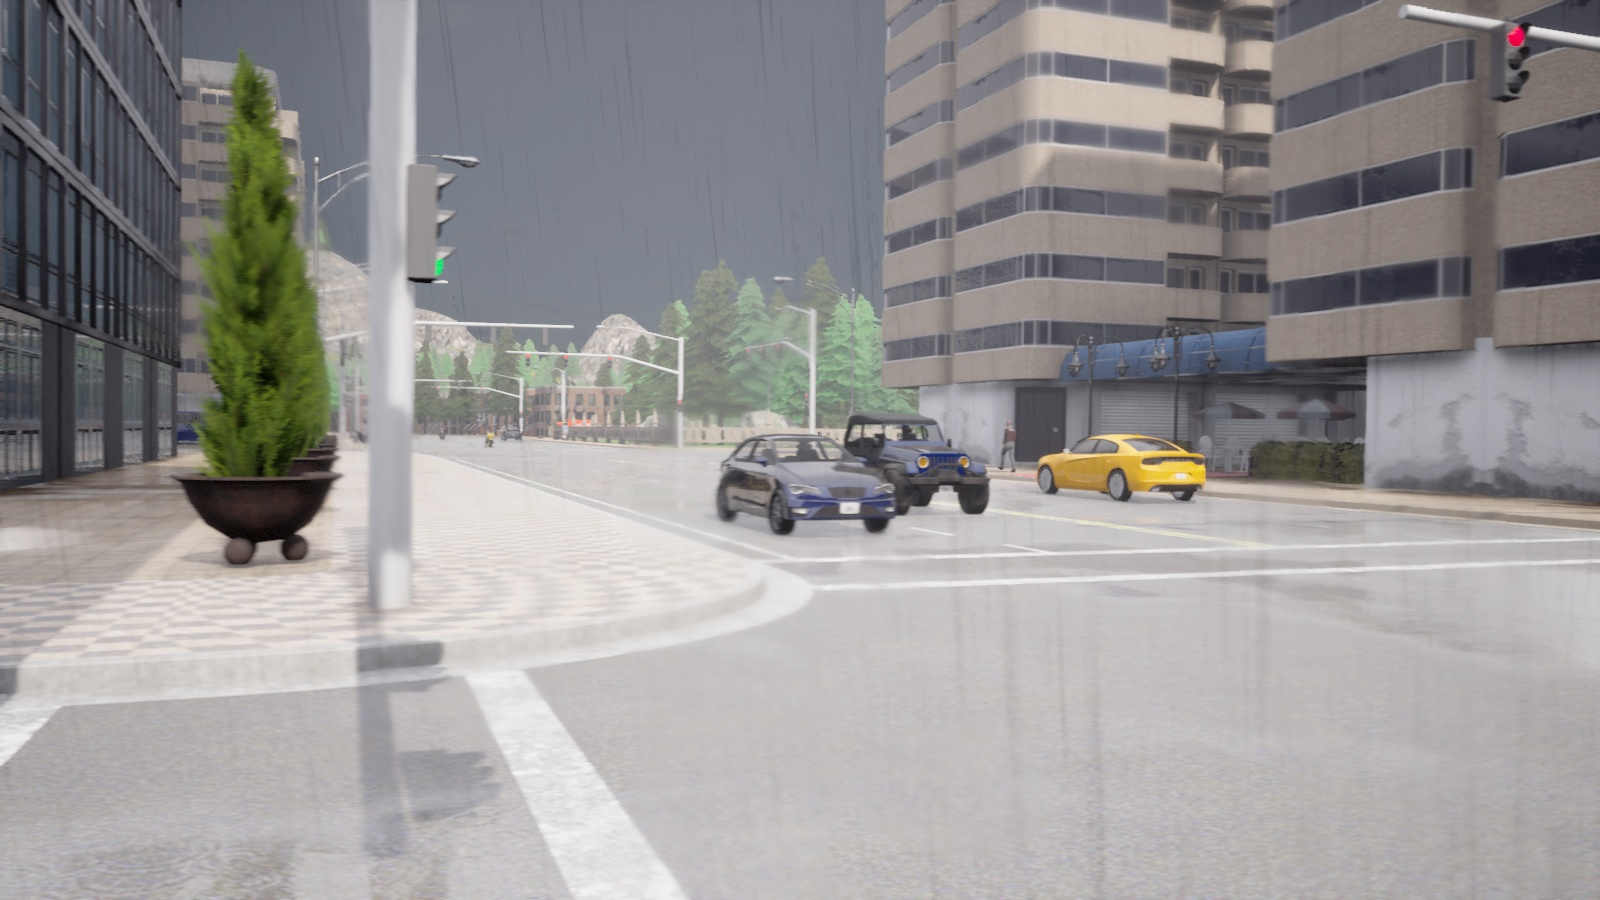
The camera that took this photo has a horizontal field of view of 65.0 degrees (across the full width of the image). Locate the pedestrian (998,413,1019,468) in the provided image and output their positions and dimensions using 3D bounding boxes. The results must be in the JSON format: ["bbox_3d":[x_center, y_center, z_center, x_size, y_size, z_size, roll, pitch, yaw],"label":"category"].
[{"bbox_3d":[7.114,-0.324,42.835,0.376,1.854,0.720,-1,1,-20],"label":"pedestrian"}]

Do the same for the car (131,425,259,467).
[{"bbox_3d":[-30.107,-0.237,62.706,5.566,2.045,2.150,0,1,-20],"label":"car"}]

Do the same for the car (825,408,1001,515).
[{"bbox_3d":[2.091,0.175,24.327,1.905,1.878,3.866,-1,1,-20],"label":"car"}]

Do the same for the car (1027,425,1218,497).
[{"bbox_3d":[7.517,0.209,29.845,1.882,1.535,5.008,-1,1,-20],"label":"car"}]

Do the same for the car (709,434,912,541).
[{"bbox_3d":[0.039,0.489,19.785,1.816,1.474,4.193,-1,1,-20],"label":"car"}]
